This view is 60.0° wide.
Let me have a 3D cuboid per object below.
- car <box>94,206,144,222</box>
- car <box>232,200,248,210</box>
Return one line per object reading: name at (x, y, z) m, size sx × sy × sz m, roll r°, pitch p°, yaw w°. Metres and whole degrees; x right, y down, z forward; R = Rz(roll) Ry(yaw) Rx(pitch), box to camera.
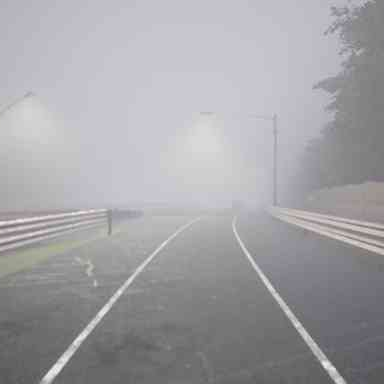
car at (-6.544, 1.919, 29.734) m, size 1.895 × 1.301 × 4.718 m, roll 0°, pitch -1°, yaw 36°
car at (8.341, 2.209, 57.683) m, size 2.097 × 1.767 × 4.553 m, roll 0°, pitch -1°, yaw 20°
